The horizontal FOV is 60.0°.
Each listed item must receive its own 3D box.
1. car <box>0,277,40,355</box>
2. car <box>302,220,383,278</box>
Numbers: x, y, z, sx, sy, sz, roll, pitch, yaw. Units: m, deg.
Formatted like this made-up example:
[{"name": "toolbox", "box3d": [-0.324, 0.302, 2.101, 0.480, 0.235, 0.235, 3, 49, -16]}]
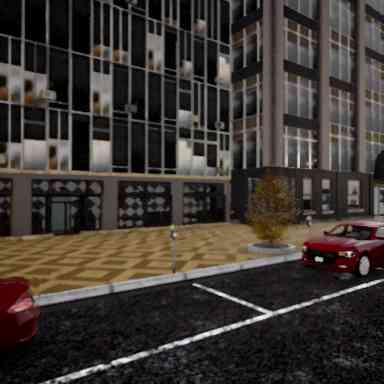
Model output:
[{"name": "car", "box3d": [-4.004, 1.577, 3.705, 4.206, 1.307, 1.802, 0, 0, -36]}, {"name": "car", "box3d": [5.272, 1.588, 10.327, 4.507, 1.381, 1.887, 0, 0, -36]}]
